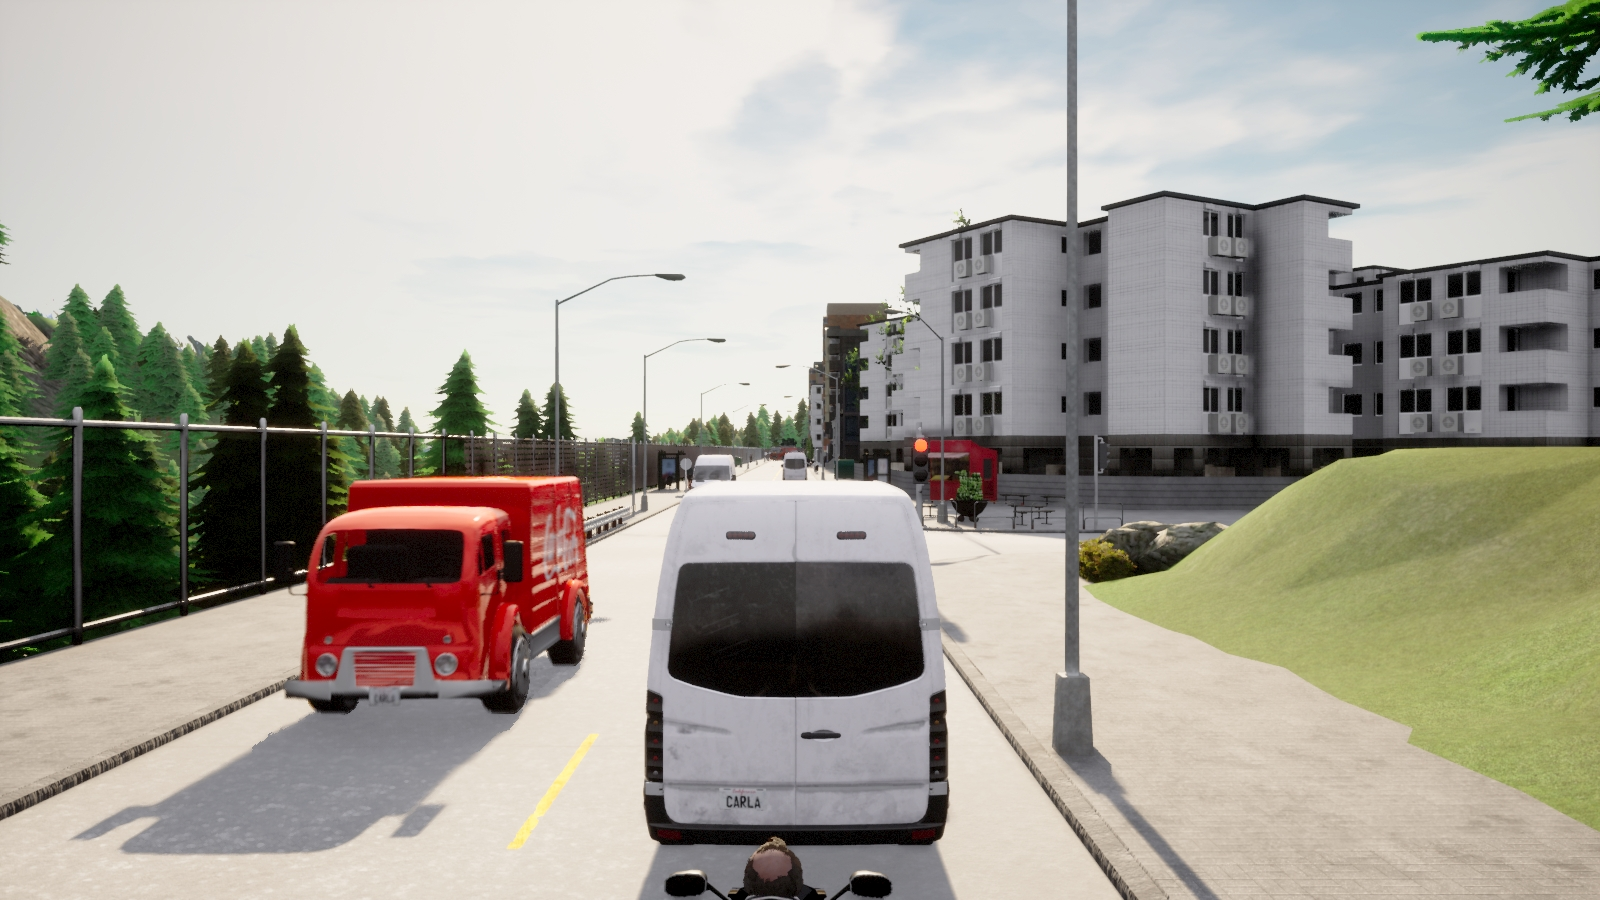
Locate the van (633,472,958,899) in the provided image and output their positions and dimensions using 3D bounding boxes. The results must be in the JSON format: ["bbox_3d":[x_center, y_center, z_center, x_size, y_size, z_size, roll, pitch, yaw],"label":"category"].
[{"bbox_3d":[-0.034,1.534,9.946,1.988,2.561,5.915,0,0,0],"label":"van"}]

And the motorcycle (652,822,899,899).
[{"bbox_3d":[-0.090,2.205,3.746,0.867,1.251,2.209,0,0,1],"label":"motorcycle"}]

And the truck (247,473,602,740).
[{"bbox_3d":[-4.087,1.568,13.678,2.627,2.467,5.204,0,0,-1],"label":"truck"}]

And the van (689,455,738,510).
[{"bbox_3d":[-4.246,1.534,56.676,1.988,2.561,5.915,0,0,0],"label":"van"}]

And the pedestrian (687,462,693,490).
[{"bbox_3d":[-7.390,1.744,76.761,0.375,1.860,0.375,0,0,-1],"label":"pedestrian"}]
